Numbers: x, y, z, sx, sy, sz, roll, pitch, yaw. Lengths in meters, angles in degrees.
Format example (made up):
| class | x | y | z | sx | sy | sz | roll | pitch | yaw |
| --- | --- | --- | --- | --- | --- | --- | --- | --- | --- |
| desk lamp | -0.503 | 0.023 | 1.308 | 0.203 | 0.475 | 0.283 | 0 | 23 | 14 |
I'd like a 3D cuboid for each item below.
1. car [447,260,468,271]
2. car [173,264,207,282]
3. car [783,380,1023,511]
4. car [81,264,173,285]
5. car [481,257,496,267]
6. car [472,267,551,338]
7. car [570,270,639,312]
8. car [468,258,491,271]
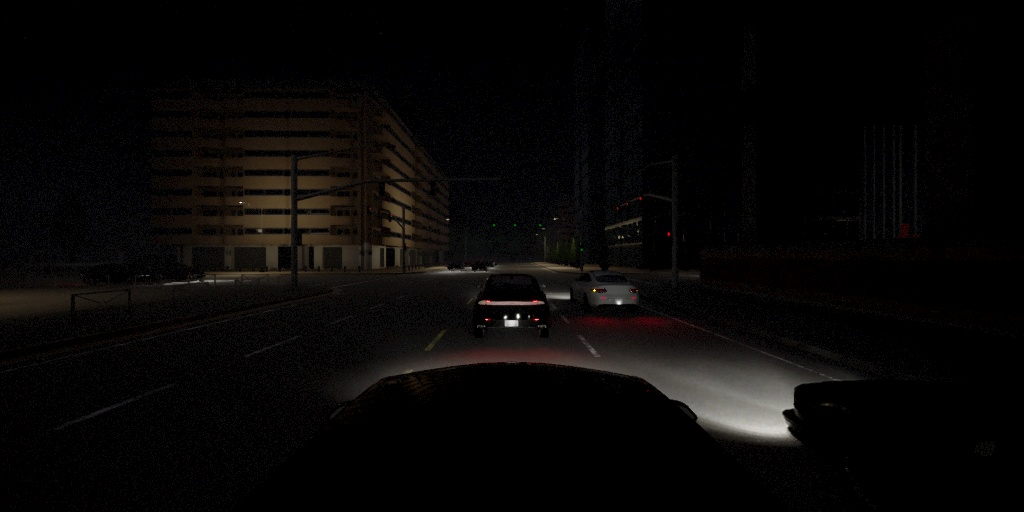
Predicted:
| class | x | y | z | sx | sy | sz | roll | pitch | yaw |
| --- | --- | --- | --- | --- | --- | --- | --- | --- | --- |
| car | -7.809 | 1.351 | 50.230 | 1.895 | 1.301 | 4.718 | 0 | 0 | -1 |
| car | -27.602 | 1.369 | 29.342 | 4.181 | 1.385 | 1.994 | 0 | 0 | 0 |
| car | 3.608 | 1.297 | 1.029 | 2.033 | 1.411 | 5.357 | 0 | 0 | 0 |
| car | -27.937 | 1.310 | 25.840 | 4.892 | 1.490 | 1.837 | 0 | 0 | 0 |
| car | -4.233 | 1.351 | 62.606 | 1.895 | 1.301 | 4.718 | 0 | 0 | 0 |
| car | -0.011 | 1.242 | 10.170 | 2.128 | 1.511 | 4.902 | 0 | 0 | 0 |
| car | 3.475 | 1.276 | 13.991 | 1.812 | 1.442 | 4.674 | 0 | 0 | 0 |
| car | -4.283 | 1.297 | 47.767 | 2.033 | 1.411 | 5.357 | 0 | 0 | -1 |
